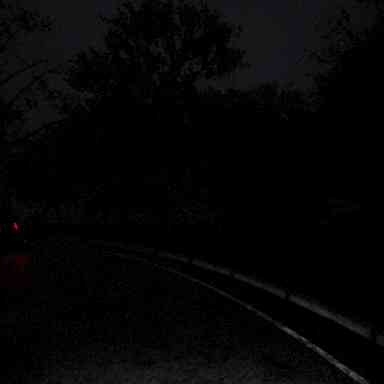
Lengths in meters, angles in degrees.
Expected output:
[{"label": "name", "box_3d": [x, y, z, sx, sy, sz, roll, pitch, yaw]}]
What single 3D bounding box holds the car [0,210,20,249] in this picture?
[{"label": "car", "box_3d": [-9.164, 1.448, 13.513, 4.553, 1.767, 2.097, -1, 0, 29]}]
